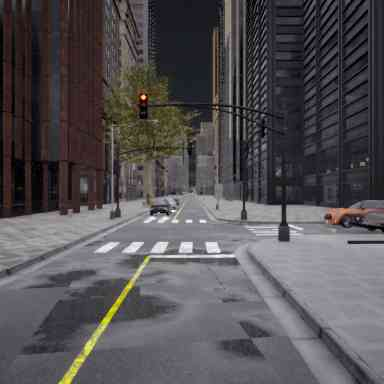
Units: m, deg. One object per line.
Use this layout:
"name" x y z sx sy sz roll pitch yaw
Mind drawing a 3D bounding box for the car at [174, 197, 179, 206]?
"car" -3.069 1.540 43.668 1.812 1.442 4.674 0 0 0

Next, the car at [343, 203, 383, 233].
"car" 11.534 1.491 18.108 5.357 1.411 2.033 0 0 0

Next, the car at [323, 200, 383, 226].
"car" 10.855 1.311 21.207 4.553 1.767 2.097 0 0 0

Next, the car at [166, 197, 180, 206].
"car" -3.060 1.583 55.494 2.033 1.411 5.357 0 0 0

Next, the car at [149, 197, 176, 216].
"car" -3.084 1.553 33.513 2.033 1.411 5.357 0 0 0
